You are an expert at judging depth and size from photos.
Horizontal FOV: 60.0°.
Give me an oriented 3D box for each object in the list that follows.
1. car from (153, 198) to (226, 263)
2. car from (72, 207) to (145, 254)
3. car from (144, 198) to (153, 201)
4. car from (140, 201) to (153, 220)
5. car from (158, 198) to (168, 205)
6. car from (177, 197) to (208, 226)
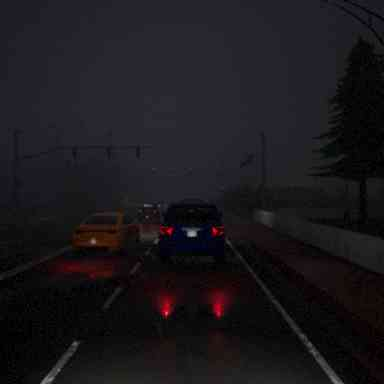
[{"bbox_3d":[0.013,1.349,12.576,2.150,2.045,5.566,0,0,0],"label":"car"},{"bbox_3d":[-3.467,1.618,14.248,1.882,1.535,5.008,0,0,1],"label":"car"},{"bbox_3d":[-10.491,2.312,80.698,2.128,1.511,4.902,0,-1,0],"label":"car"},{"bbox_3d":[-3.707,1.772,28.482,2.128,1.511,4.902,0,0,-5],"label":"car"},{"bbox_3d":[-6.991,2.311,80.698,1.812,1.442,4.674,0,-1,0],"label":"car"},{"bbox_3d":[0.154,1.494,27.552,2.150,2.045,5.566,0,0,5],"label":"car"}]
